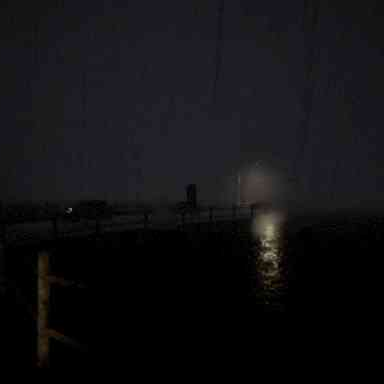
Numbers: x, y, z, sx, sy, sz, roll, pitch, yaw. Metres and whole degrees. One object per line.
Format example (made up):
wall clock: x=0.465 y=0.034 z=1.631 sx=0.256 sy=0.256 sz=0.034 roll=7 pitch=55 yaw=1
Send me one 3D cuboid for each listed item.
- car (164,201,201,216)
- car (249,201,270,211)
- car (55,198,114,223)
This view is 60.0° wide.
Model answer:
car: x=-0.975 y=1.739 z=36.248 sx=1.882 sy=1.535 sz=5.008 roll=1 pitch=-1 yaw=35
car: x=10.684 y=2.133 z=52.568 sx=1.882 sy=1.535 sz=5.008 roll=1 pitch=-1 yaw=36
car: x=-8.349 y=1.368 z=25.827 sx=2.097 sy=1.767 sz=4.553 roll=1 pitch=-1 yaw=35
